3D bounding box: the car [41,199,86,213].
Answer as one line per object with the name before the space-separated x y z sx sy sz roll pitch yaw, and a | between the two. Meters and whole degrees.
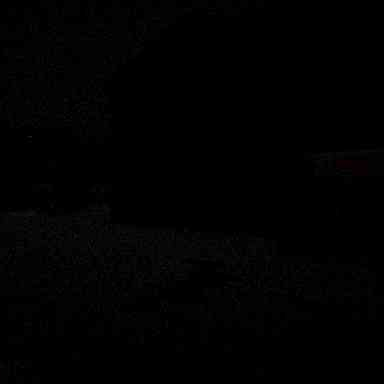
car | -14.466 1.537 37.697 1.882 1.535 5.008 0 0 36
